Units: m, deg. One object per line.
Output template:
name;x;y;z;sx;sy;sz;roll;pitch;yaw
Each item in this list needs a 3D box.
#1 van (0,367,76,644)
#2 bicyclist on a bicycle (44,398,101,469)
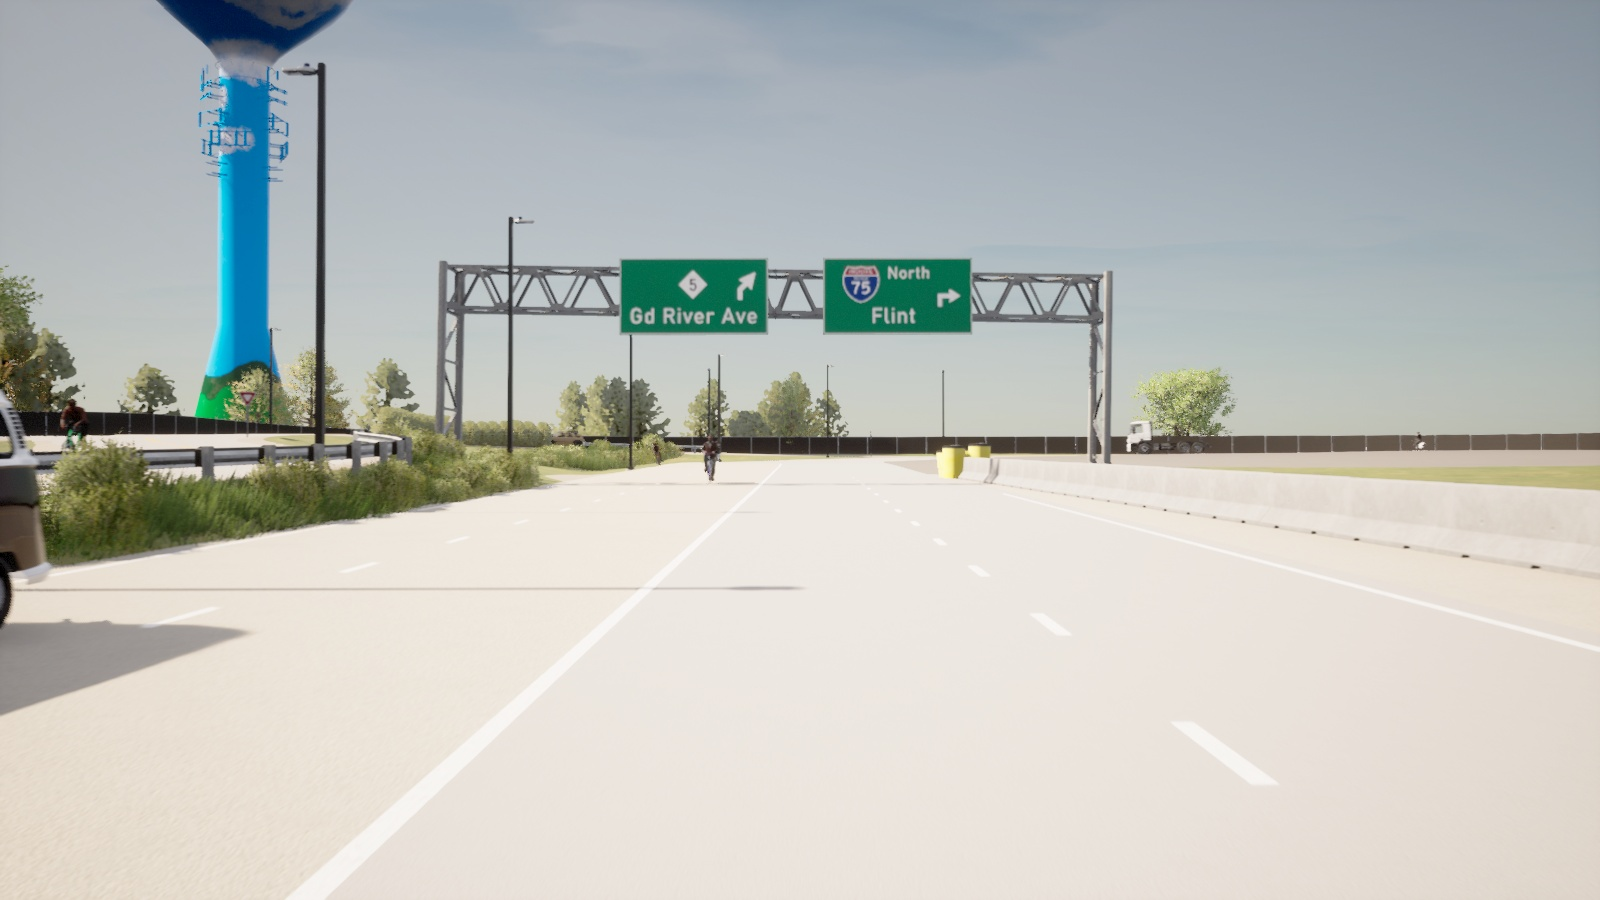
van;-6.938;0.415;7.985;2.069;2.038;4.480;0;0;0
bicyclist on a bicycle;-17.208;-0.418;29.739;0.582;1.620;1.656;0;2;-10
